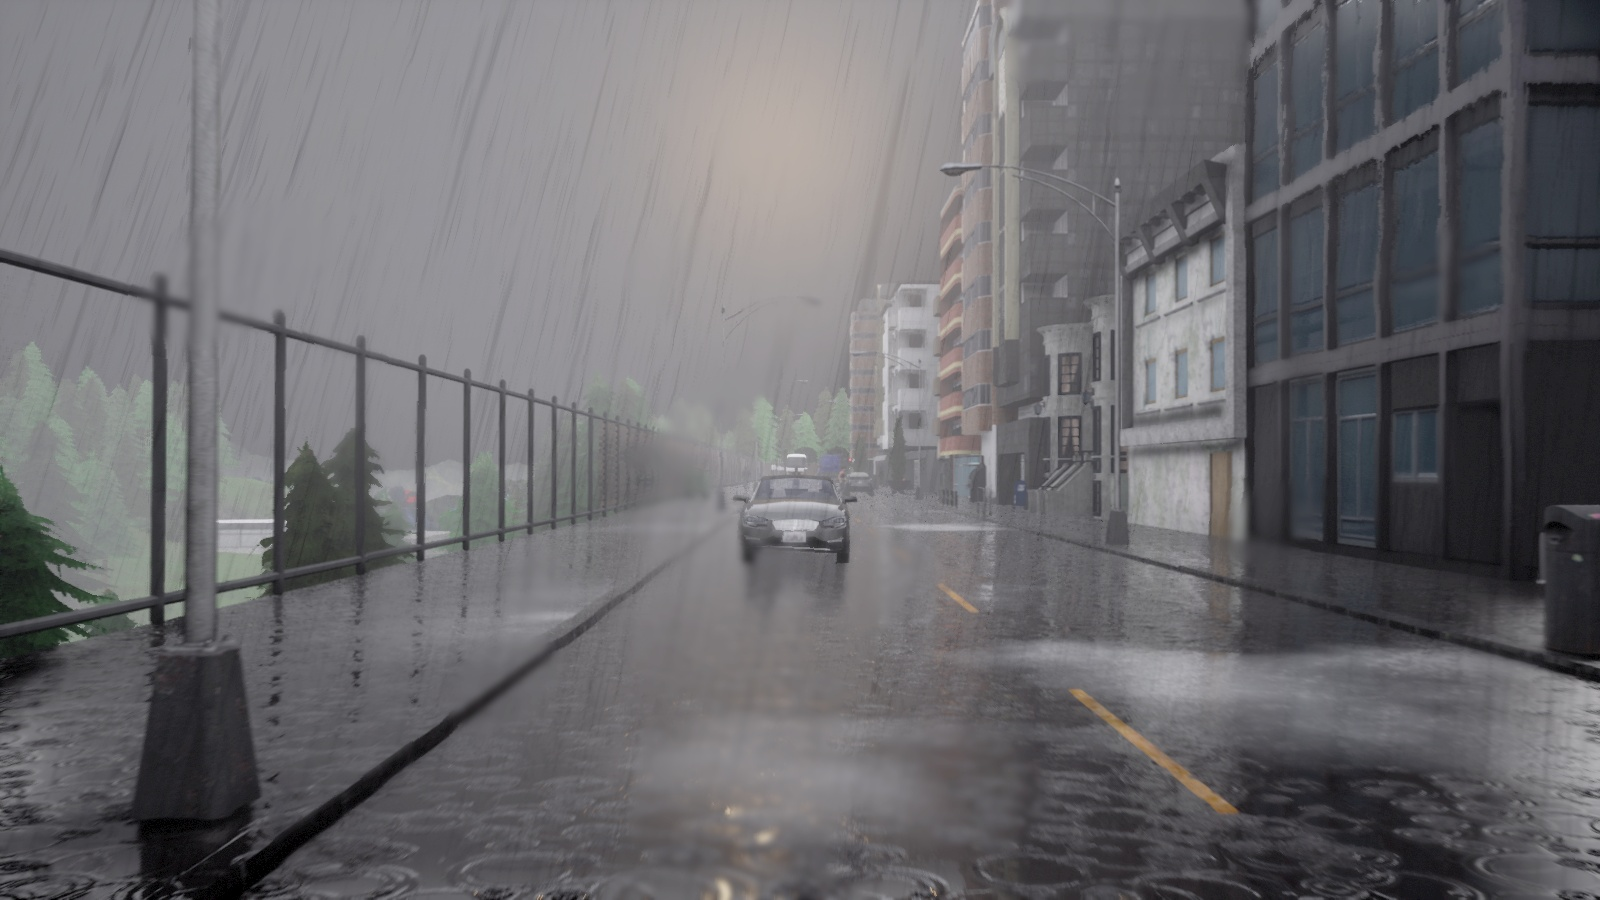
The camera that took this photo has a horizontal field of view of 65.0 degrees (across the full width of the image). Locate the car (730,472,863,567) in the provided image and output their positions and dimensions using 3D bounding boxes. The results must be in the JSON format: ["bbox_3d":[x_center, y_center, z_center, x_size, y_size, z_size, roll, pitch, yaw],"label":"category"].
[{"bbox_3d":[-0.064,1.148,22.498,2.128,1.511,4.902,0,-1,0],"label":"car"}]

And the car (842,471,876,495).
[{"bbox_3d":[3.771,2.103,81.013,2.007,1.525,4.514,0,-1,0],"label":"car"}]
